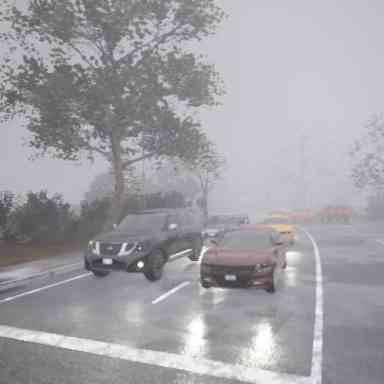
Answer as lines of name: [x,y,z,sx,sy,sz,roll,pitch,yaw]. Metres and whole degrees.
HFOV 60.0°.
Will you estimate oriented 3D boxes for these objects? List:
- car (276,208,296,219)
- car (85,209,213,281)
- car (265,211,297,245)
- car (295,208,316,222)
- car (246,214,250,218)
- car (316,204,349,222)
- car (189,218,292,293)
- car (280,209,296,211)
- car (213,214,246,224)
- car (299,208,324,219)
car: [14.363,3.325,51.197,1.882,1.535,5.008,-1,-3,3]
car: [-1.302,1.636,11.764,2.150,2.045,5.566,-2,-2,22]
car: [4.871,2.066,19.099,1.882,1.535,5.008,-2,-2,17]
car: [13.468,2.775,41.336,2.097,1.767,4.553,-2,-3,8]
car: [4.434,2.723,30.921,1.895,1.301,4.718,-2,-3,12]
car: [16.782,2.490,39.371,2.150,2.045,5.566,-2,-3,8]
car: [1.755,1.775,10.046,1.882,1.535,5.008,-2,-2,20]
car: [7.579,2.471,29.021,2.128,1.511,4.902,-2,-3,13]
car: [1.840,2.218,21.150,2.128,1.511,4.902,-2,-3,17]
car: [17.786,3.204,49.816,2.128,1.511,4.902,-1,-3,3]
